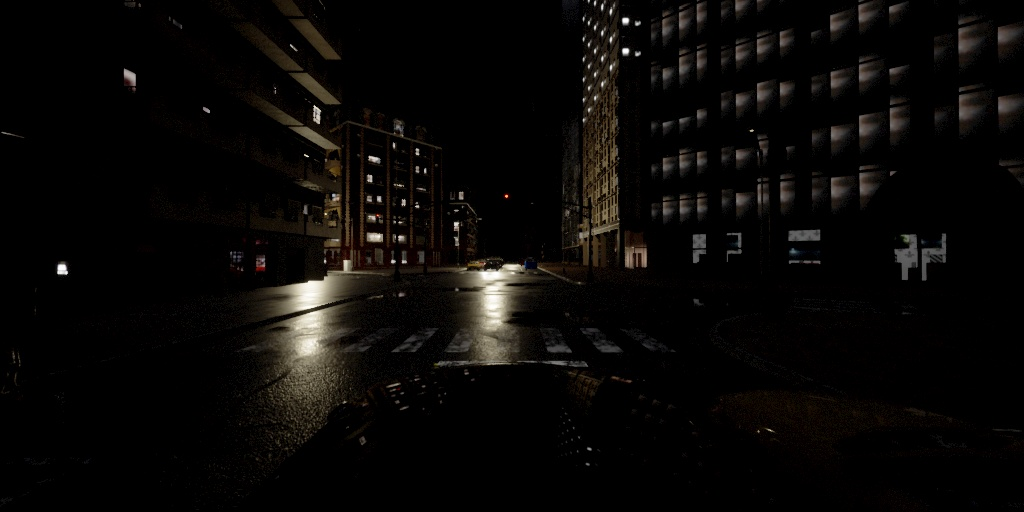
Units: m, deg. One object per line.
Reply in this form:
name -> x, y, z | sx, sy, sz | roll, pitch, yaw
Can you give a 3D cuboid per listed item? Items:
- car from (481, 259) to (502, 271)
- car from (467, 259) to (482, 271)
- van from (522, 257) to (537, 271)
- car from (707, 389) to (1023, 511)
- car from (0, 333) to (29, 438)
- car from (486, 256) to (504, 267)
car -> -2.804, 1.394, 49.222 | 1.895, 1.301, 4.718 | 0, 0, 0
car -> -5.271, 1.320, 49.898 | 1.751, 1.417, 4.829 | 0, 0, 0
van -> 2.609, 1.136, 50.060 | 1.690, 1.789, 3.998 | 0, 0, 0
car -> 2.563, 1.275, 1.237 | 1.751, 1.417, 4.829 | 0, 0, 0
car -> -5.318, 1.064, 1.069 | 2.192, 1.841, 5.009 | 0, 0, 0
car -> -2.784, 1.036, 59.146 | 2.150, 2.045, 5.566 | 0, 0, 0
